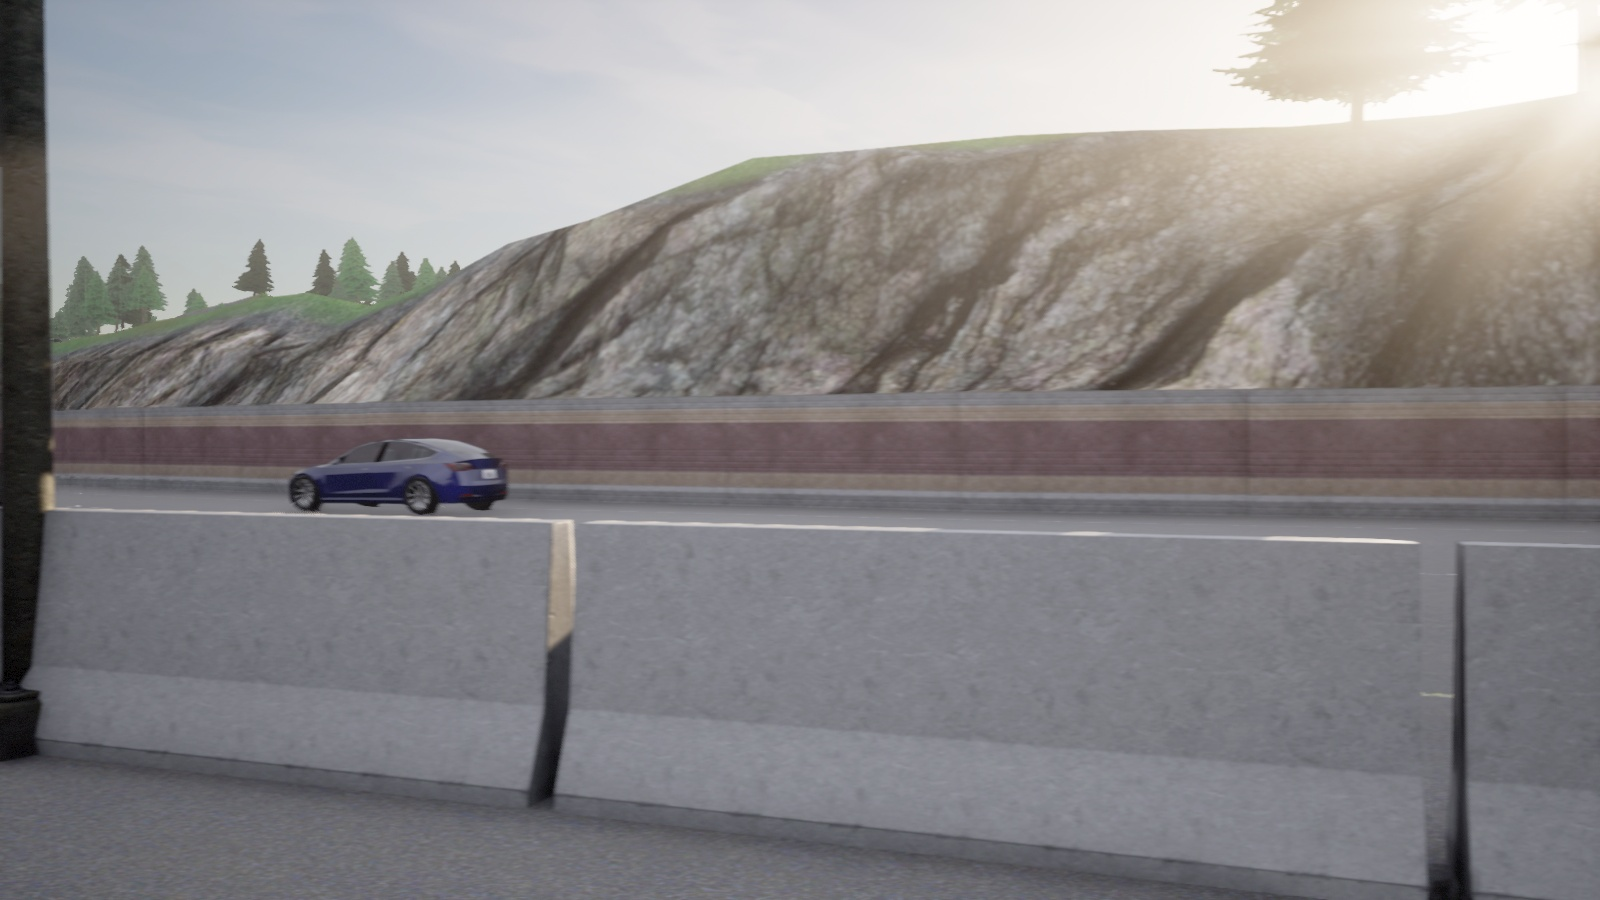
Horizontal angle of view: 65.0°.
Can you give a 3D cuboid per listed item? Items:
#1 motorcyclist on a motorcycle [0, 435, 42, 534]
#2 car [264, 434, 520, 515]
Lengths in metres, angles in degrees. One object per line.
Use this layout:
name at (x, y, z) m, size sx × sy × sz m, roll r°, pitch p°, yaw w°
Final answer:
motorcyclist on a motorcycle at (-13.312, 0.523, 20.193) m, size 2.191 × 1.530 × 0.866 m, roll 1°, pitch 0°, yaw 27°
car at (-8.319, 0.437, 25.590) m, size 4.792 × 1.488 × 2.163 m, roll 1°, pitch 1°, yaw 26°
